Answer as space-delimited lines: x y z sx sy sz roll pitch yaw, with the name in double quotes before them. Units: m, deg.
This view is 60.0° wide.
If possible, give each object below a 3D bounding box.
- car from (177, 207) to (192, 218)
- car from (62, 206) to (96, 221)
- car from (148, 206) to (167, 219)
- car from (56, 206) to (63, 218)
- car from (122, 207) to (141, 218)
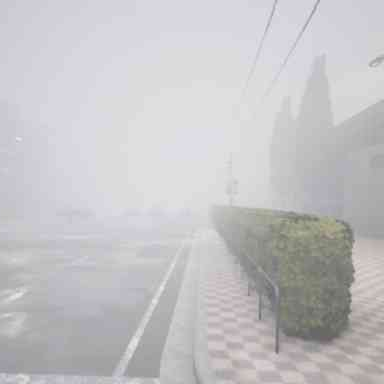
"car" -1.157 2.971 48.001 2.128 1.511 4.902 1 -2 2
"car" -12.019 2.384 36.564 1.837 1.490 4.892 1 -2 2
"car" -4.699 2.687 45.997 2.097 1.767 4.553 1 -2 2
"car" -15.416 2.474 41.846 1.837 1.490 4.892 1 -1 2
"car" -8.254 2.738 45.635 2.128 1.511 4.902 1 -2 2
